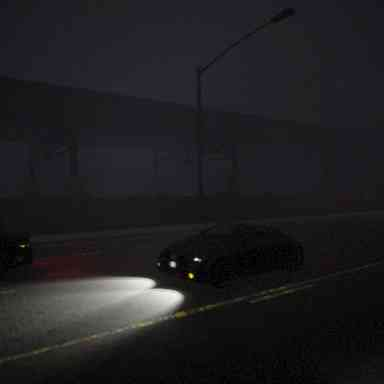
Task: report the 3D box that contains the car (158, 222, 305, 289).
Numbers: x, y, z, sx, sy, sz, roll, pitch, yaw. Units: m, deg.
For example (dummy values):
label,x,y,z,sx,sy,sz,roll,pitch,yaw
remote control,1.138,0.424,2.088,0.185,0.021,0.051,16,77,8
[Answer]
label,x,y,z,sx,sy,sz,roll,pitch,yaw
car,1.170,1.539,9.118,4.181,1.385,1.994,0,0,-35

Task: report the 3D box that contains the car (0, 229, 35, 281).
label,x,y,z,sx,sy,sz,roll,pitch,yaw
car,-6.382,1.517,8.037,4.674,1.442,1.812,0,0,-35
